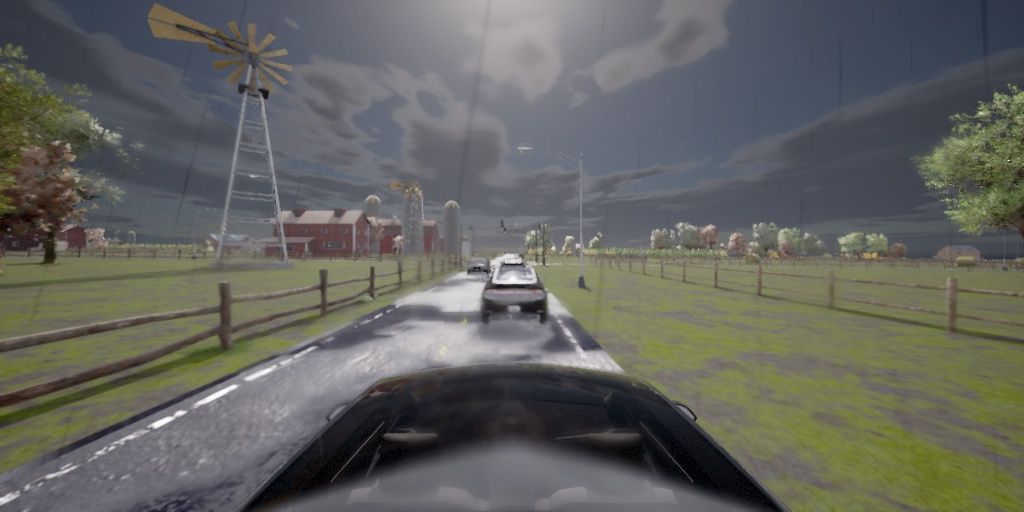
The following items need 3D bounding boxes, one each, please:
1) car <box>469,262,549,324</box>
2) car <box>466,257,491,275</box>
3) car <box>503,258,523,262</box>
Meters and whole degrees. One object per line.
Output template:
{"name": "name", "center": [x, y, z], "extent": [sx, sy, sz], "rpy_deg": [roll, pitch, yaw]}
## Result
{"name": "car", "center": [0.078, 1.095, 11.329], "extent": [2.128, 1.511, 4.902], "rpy_deg": [0, 0, 0]}
{"name": "car", "center": [-2.839, 0.813, 31.518], "extent": [1.837, 1.490, 4.892], "rpy_deg": [0, 1, 0]}
{"name": "car", "center": [0.077, 0.863, 27.196], "extent": [2.128, 1.511, 4.902], "rpy_deg": [0, 1, 0]}
